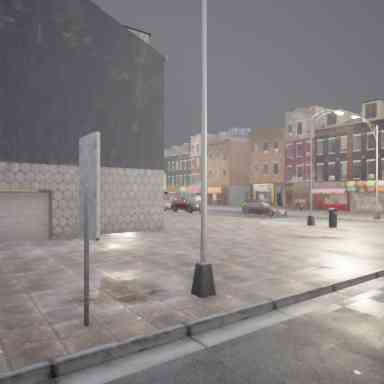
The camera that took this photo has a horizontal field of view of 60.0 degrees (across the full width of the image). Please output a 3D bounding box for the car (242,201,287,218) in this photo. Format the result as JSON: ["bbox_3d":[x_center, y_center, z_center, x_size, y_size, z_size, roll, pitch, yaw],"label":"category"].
[{"bbox_3d":[6.727,1.601,31.489,1.812,1.442,4.674,0,0,-36],"label":"car"}]

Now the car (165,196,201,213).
[{"bbox_3d":[-0.477,1.413,37.201,2.192,1.841,5.009,0,0,-36],"label":"car"}]

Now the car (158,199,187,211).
[{"bbox_3d":[-2.665,1.698,44.670,1.994,1.385,4.181,0,0,-35],"label":"car"}]
